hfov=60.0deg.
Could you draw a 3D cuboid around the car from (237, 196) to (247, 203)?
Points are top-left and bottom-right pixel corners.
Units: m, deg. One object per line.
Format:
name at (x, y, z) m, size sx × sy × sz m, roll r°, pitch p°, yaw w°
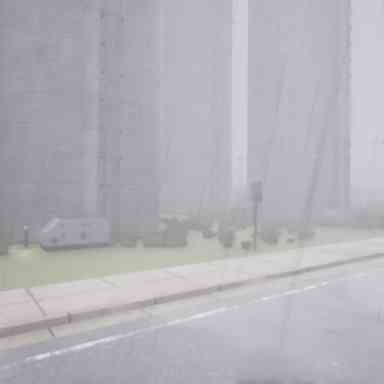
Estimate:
car at (10.208, 1.612, 56.699) m, size 2.150 × 2.045 × 5.566 m, roll 1°, pitch 0°, yaw -35°
